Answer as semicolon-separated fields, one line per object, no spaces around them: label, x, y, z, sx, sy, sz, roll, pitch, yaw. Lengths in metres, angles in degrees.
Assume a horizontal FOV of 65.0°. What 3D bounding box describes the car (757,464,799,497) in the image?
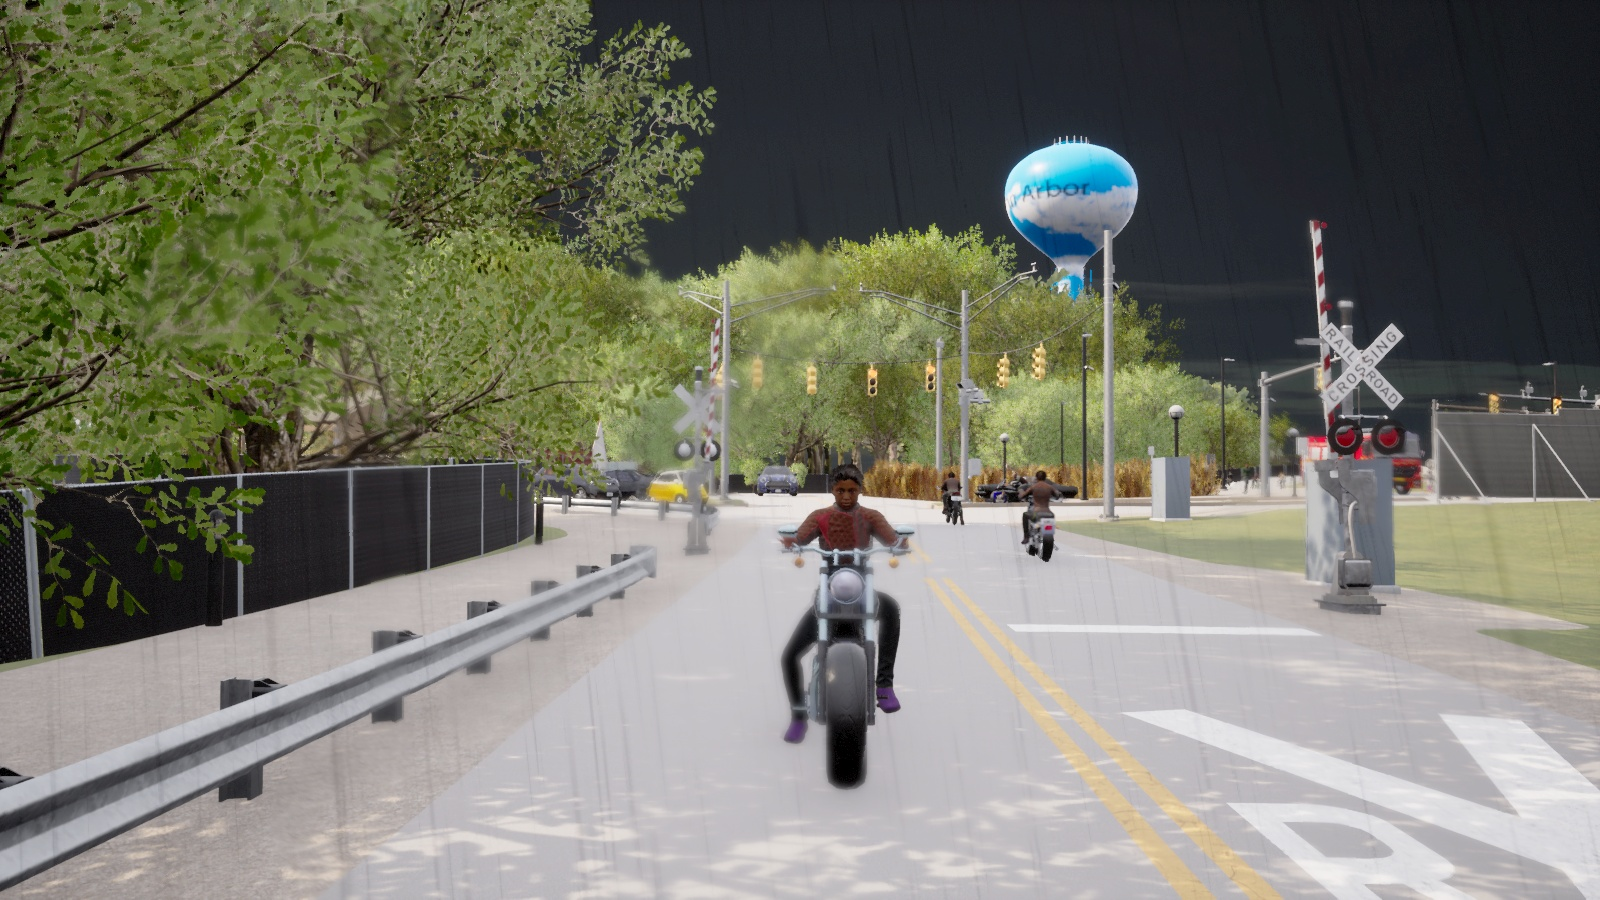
car;-1.238;1.641;68.492;2.097;1.767;4.553;0;-1;-3

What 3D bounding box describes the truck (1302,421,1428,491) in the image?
truck;32.599;0.409;72.909;2.891;3.827;8.468;0;-1;-5

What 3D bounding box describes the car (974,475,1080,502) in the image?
car;10.902;1.855;60.602;4.718;1.301;1.895;0;-1;-4

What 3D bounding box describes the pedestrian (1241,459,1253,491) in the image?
pedestrian;25.866;1.439;72.661;0.353;1.847;0.614;0;-3;-7

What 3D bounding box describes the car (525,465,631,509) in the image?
car;-7.954;1.329;44.831;3.633;1.501;1.845;-1;-3;41

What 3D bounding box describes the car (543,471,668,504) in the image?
car;-8.895;1.688;57.818;5.357;1.411;2.033;0;-1;-37

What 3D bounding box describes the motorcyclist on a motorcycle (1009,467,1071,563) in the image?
motorcyclist on a motorcycle;4.354;1.145;22.943;0.766;1.649;2.350;0;-1;2

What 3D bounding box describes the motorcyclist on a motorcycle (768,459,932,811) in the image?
motorcyclist on a motorcycle;0.269;0.884;7.085;0.766;1.649;2.350;0;-1;2

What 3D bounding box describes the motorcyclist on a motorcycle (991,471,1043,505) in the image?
motorcyclist on a motorcycle;9.853;1.730;57.019;2.191;1.530;0.866;0;-1;-4

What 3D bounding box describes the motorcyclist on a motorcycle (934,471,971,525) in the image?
motorcyclist on a motorcycle;4.417;1.370;36.557;0.797;1.523;2.044;1;-1;-1

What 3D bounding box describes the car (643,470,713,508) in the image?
car;-4.659;1.502;47.847;2.207;1.376;1.481;-2;-3;34
